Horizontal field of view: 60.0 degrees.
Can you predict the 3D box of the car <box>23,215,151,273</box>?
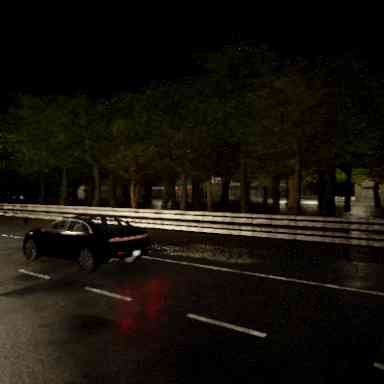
[{"bbox_3d":[-3.519,1.492,10.688,4.902,1.511,2.128,0,0,36],"label":"car"}]
